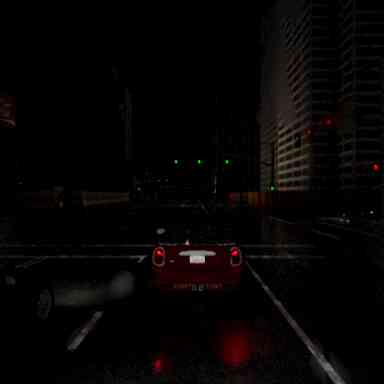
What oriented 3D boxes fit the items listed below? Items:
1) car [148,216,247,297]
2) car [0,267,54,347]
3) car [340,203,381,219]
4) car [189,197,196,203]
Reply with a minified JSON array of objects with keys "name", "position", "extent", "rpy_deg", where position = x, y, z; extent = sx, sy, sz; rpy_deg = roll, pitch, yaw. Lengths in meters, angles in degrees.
[{"name":"car","position":[0.110,1.397,8.861],"extent":[2.097,1.767,4.553],"rpy_deg":[0,0,0]},{"name":"car","position":[-3.394,1.547,4.071],"extent":[1.812,1.442,4.674],"rpy_deg":[0,0,0]},{"name":"car","position":[16.308,1.701,29.915],"extent":[5.357,1.411,2.033],"rpy_deg":[0,0,0]},{"name":"car","position":[0.104,2.021,83.220],"extent":[1.895,1.301,4.718],"rpy_deg":[0,0,0]}]
